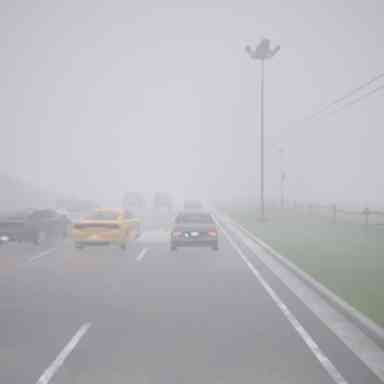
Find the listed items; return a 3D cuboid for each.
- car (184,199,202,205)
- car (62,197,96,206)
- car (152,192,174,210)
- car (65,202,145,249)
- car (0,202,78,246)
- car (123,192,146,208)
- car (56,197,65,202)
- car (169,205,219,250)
[{"bbox_3d":[0.079,1.423,36.663,1.895,1.301,4.718,0,0,0],"label":"car"},{"bbox_3d":[-10.423,1.389,32.571,2.033,1.411,5.357,0,0,0],"label":"car"},{"bbox_3d":[-3.423,1.029,39.588,2.150,2.045,5.566,0,0,0],"label":"car"},{"bbox_3d":[-3.409,1.409,14.107,1.882,1.535,5.008,0,0,0],"label":"car"},{"bbox_3d":[-6.939,1.435,14.762,1.837,1.490,4.892,0,1,0],"label":"car"},{"bbox_3d":[-6.922,1.025,40.287,2.150,2.045,5.566,0,0,0],"label":"car"},{"bbox_3d":[-13.922,1.320,37.713,1.837,1.490,4.892,0,0,0],"label":"car"},{"bbox_3d":[0.091,1.479,13.954,2.033,1.411,5.357,0,0,0],"label":"car"}]
